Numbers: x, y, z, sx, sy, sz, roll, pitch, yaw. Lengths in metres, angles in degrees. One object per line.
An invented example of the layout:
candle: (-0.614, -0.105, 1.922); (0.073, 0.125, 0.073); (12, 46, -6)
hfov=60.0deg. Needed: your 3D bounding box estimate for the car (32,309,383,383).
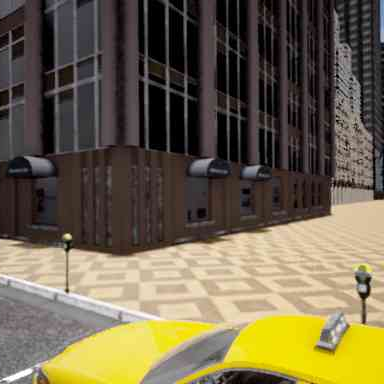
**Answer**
car: (0.723, 1.533, 2.358); (4.829, 1.417, 1.752); (-1, 0, 36)
